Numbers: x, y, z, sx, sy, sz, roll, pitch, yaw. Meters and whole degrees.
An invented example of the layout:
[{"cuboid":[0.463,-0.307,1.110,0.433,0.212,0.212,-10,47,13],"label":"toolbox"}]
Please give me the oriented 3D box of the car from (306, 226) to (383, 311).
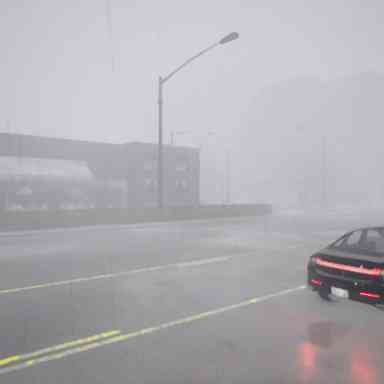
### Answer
[{"cuboid":[4.459,1.492,7.075,4.902,1.511,2.128,0,0,-36],"label":"car"}]
